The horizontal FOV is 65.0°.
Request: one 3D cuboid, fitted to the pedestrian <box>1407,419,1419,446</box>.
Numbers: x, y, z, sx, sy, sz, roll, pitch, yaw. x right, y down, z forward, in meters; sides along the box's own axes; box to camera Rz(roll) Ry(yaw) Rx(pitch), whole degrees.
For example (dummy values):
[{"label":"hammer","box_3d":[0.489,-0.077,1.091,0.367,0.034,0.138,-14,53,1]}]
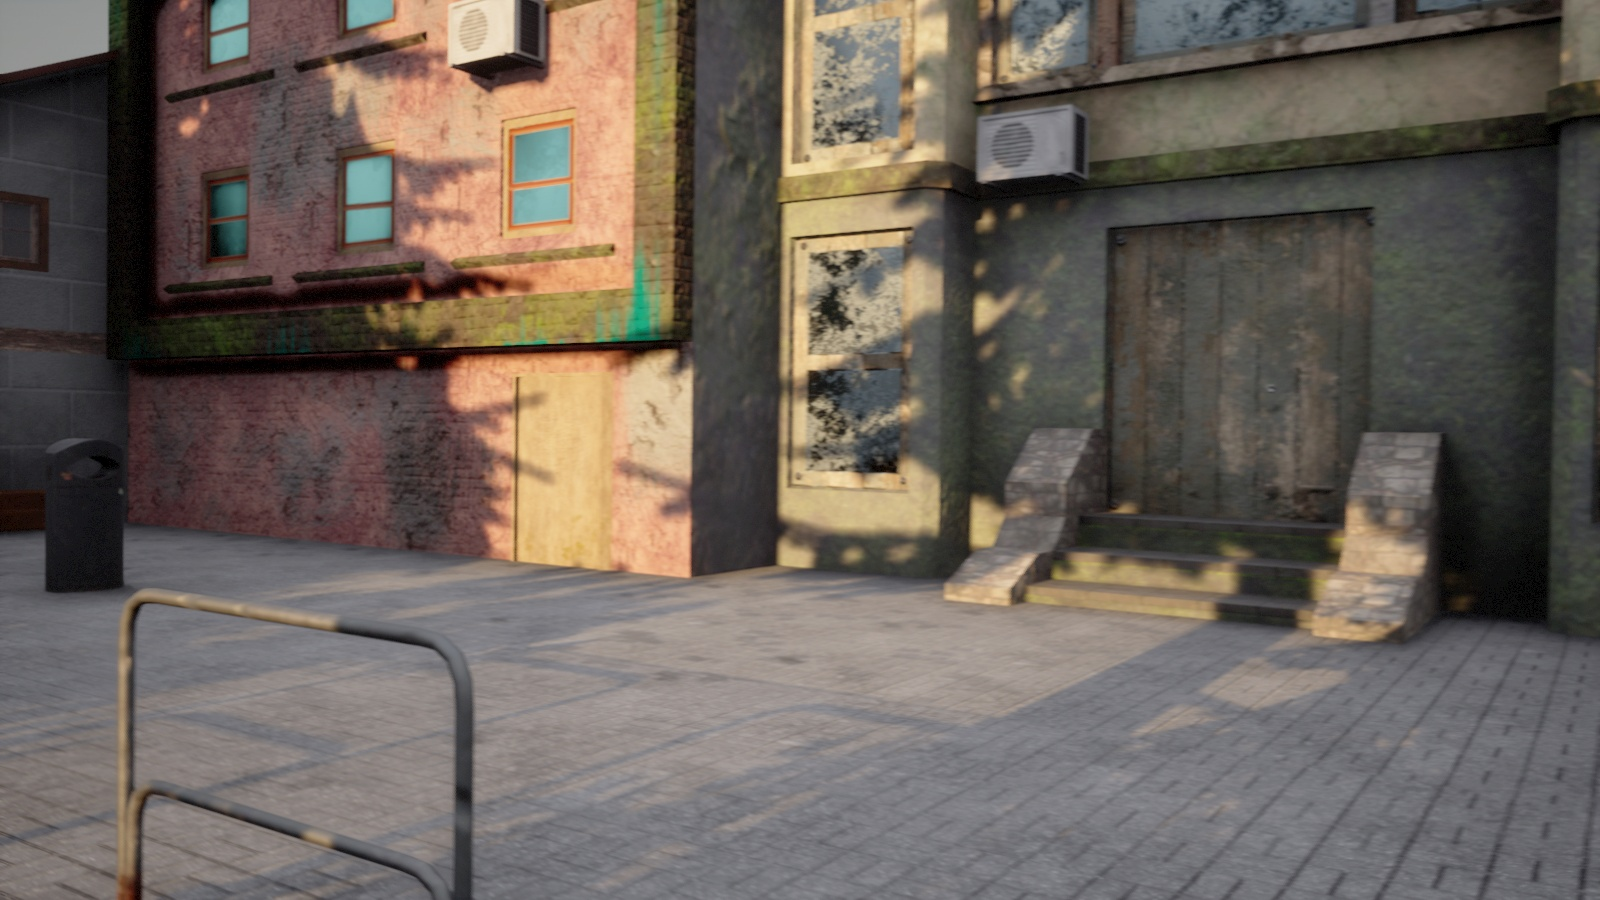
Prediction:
[{"label":"pedestrian","box_3d":[42.274,-1.200,86.643,0.726,1.835,0.370,0,1,32]}]
